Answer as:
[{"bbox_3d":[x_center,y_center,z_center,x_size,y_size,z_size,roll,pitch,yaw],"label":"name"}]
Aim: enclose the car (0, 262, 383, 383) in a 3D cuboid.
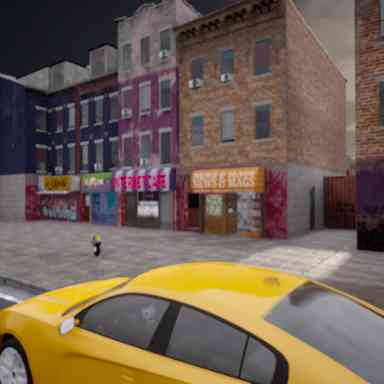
[{"bbox_3d":[-0.008,1.477,3.270,5.008,1.535,1.882,0,0,35],"label":"car"}]
